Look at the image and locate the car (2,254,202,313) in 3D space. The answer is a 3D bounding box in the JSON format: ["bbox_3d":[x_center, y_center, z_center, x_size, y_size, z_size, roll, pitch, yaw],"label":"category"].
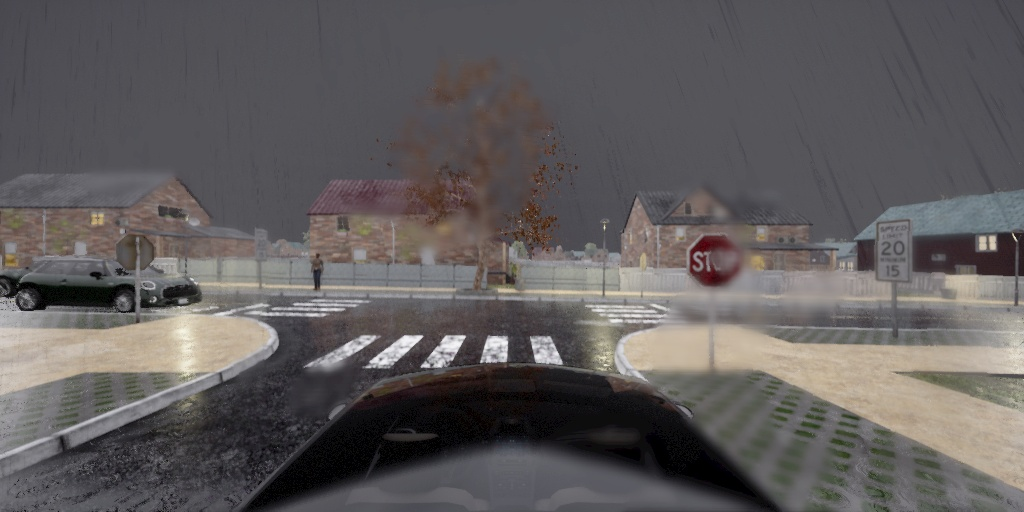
[{"bbox_3d":[-13.110,0.863,11.914,4.553,1.767,2.097,1,0,1],"label":"car"}]

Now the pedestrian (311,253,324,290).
[{"bbox_3d":[-9.691,0.756,17.832,0.375,1.860,0.375,0,-1,0],"label":"pedestrian"}]

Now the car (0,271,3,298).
[{"bbox_3d":[-18.277,0.787,14.868,4.553,1.767,2.097,1,0,0],"label":"car"}]
